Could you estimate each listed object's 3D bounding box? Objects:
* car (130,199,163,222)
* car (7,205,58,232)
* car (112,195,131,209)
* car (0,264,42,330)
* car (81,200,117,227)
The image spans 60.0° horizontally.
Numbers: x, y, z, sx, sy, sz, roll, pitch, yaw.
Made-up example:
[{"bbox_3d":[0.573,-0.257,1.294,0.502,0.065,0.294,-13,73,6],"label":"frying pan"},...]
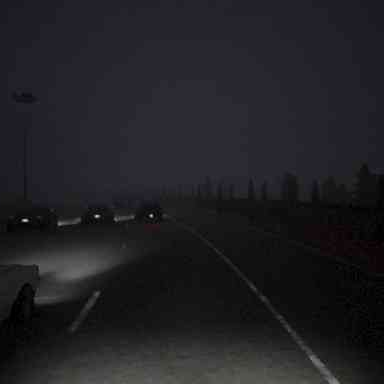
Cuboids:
[{"bbox_3d":[-3.373,1.373,25.159,1.837,1.490,4.892,0,0,-14],"label":"car"},{"bbox_3d":[-9.244,1.476,19.591,1.994,1.385,4.181,0,0,-11],"label":"car"},{"bbox_3d":[-8.538,1.148,40.540,2.097,1.767,4.553,0,0,-22],"label":"car"},{"bbox_3d":[-3.658,1.585,4.124,1.895,1.301,4.718,0,0,-3],"label":"car"},{"bbox_3d":[-6.245,1.455,22.269,1.994,1.385,4.181,0,0,-13],"label":"car"}]
